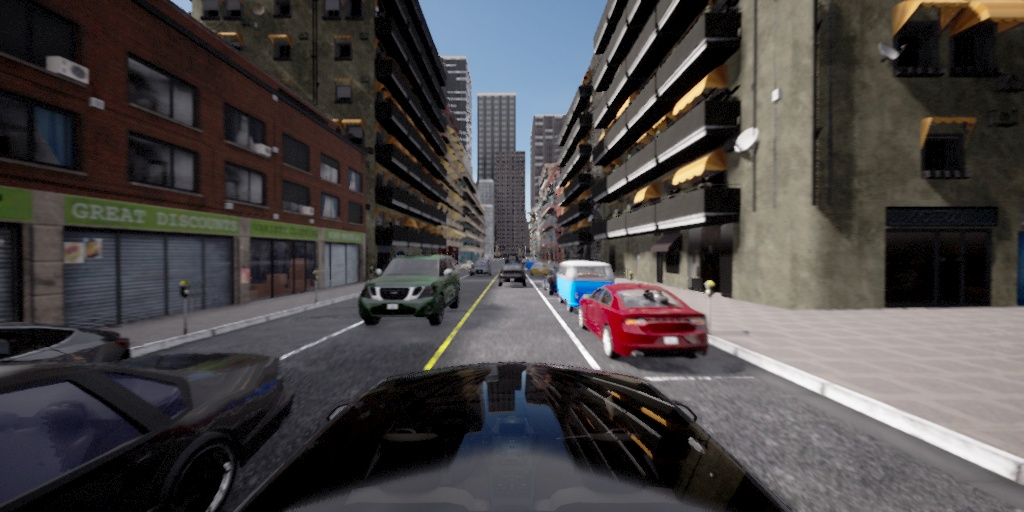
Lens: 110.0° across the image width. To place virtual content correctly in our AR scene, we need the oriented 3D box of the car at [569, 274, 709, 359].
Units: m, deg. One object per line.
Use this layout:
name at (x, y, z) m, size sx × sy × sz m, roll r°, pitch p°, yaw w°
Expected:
car at (2.689, 1.289, 8.288) m, size 1.888 × 1.381 × 4.507 m, roll 0°, pitch 0°, yaw 0°

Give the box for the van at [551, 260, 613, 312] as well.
van at (2.689, 1.079, 13.812) m, size 1.690 × 1.789 × 3.998 m, roll 0°, pitch 0°, yaw 0°

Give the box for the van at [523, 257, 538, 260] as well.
van at (2.689, 1.054, 46.953) m, size 1.690 × 1.789 × 3.998 m, roll 0°, pitch 0°, yaw 0°

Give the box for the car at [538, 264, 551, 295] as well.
car at (2.689, 1.299, 19.335) m, size 1.948 × 1.339 × 4.313 m, roll 0°, pitch 0°, yaw 0°

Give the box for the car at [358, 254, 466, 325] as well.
car at (-3.087, 0.961, 12.071) m, size 2.150 × 2.045 × 5.566 m, roll 0°, pitch 0°, yaw 0°

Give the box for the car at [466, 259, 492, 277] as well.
car at (-3.030, 1.285, 35.460) m, size 1.994 × 1.385 × 4.181 m, roll 0°, pitch 0°, yaw 1°

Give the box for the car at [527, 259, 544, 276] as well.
car at (2.689, 1.246, 36.075) m, size 1.751 × 1.417 × 4.829 m, roll 0°, pitch 0°, yaw 0°

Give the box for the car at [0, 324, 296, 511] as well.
car at (-3.099, 1.298, 1.264) m, size 2.033 × 1.411 × 5.357 m, roll 0°, pitch 0°, yaw -1°

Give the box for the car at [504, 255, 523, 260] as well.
car at (0.098, 0.934, 47.541) m, size 2.150 × 2.045 × 5.566 m, roll 0°, pitch 0°, yaw 0°

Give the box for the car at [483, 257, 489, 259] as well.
car at (-5.692, 1.270, 63.535) m, size 1.948 × 1.339 × 4.313 m, roll 0°, pitch 0°, yaw 0°

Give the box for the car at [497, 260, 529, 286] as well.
car at (0.044, 1.235, 25.210) m, size 1.837 × 1.490 × 4.892 m, roll 0°, pitch 1°, yaw 1°
